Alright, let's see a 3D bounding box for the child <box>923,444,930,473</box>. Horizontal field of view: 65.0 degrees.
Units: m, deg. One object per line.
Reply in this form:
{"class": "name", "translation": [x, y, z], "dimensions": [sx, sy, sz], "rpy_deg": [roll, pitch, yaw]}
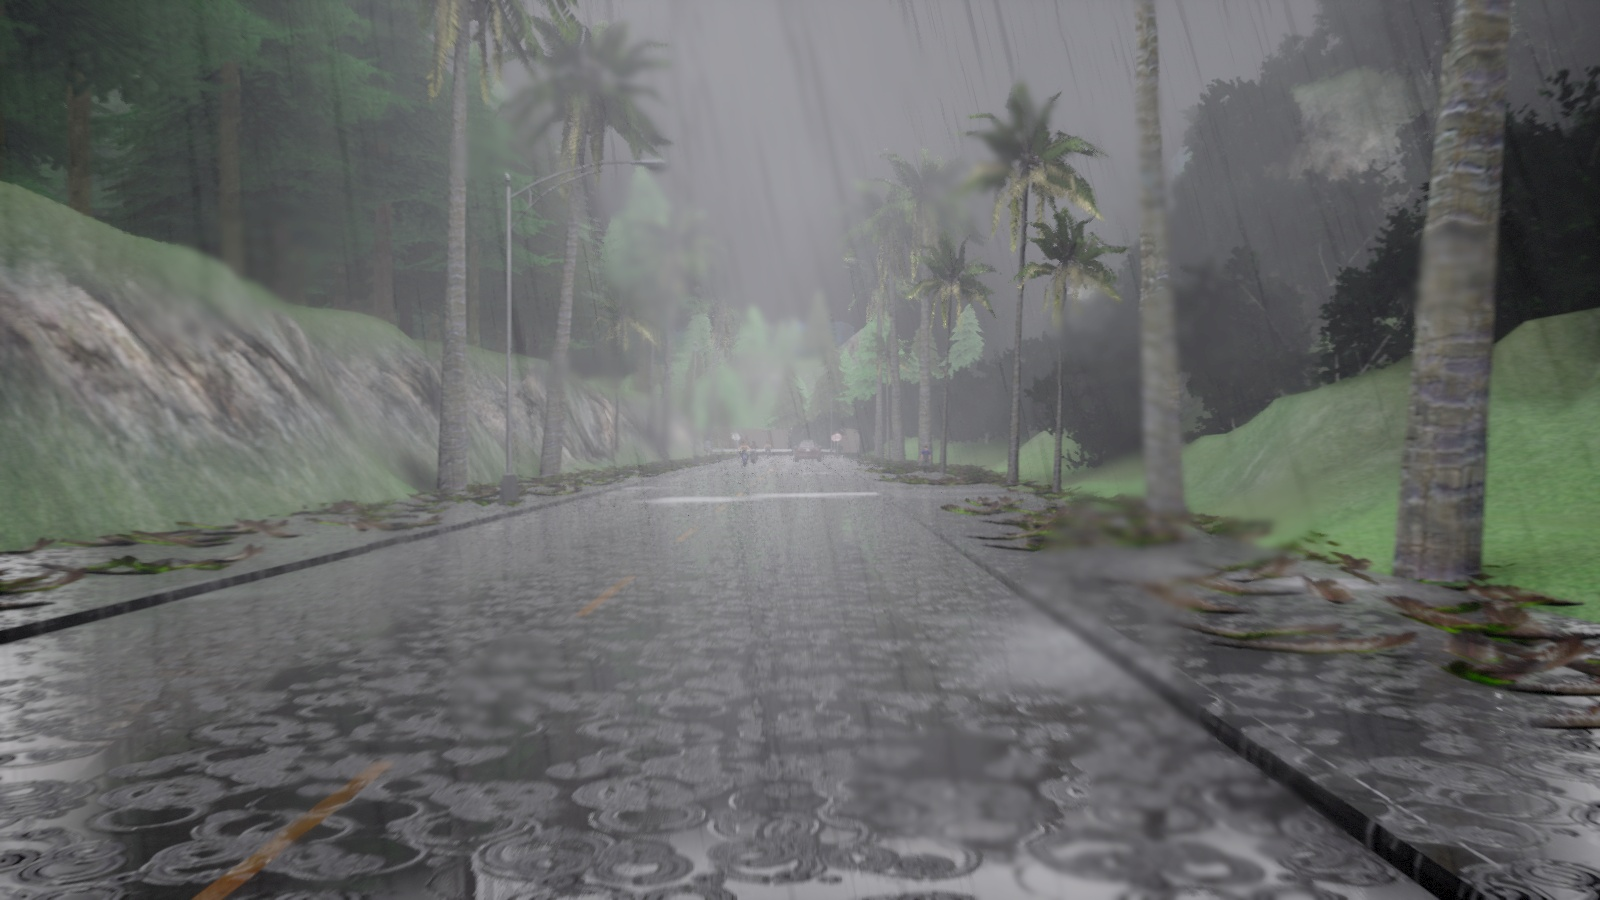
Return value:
{"class": "child", "translation": [5.427, 0.354, 53.758], "dimensions": [0.270, 1.263, 0.437], "rpy_deg": [0, 0, 1]}
